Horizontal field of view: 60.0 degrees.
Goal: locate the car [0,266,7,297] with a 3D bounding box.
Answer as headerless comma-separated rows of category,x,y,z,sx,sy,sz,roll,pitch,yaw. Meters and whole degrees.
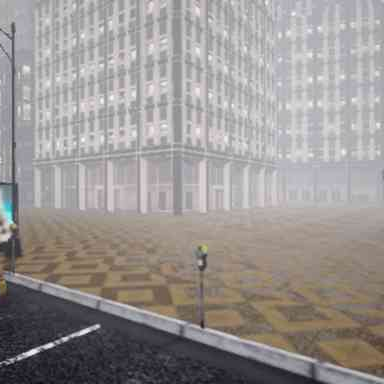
car,-5.710,1.495,6.958,4.829,1.417,1.752,0,0,36
